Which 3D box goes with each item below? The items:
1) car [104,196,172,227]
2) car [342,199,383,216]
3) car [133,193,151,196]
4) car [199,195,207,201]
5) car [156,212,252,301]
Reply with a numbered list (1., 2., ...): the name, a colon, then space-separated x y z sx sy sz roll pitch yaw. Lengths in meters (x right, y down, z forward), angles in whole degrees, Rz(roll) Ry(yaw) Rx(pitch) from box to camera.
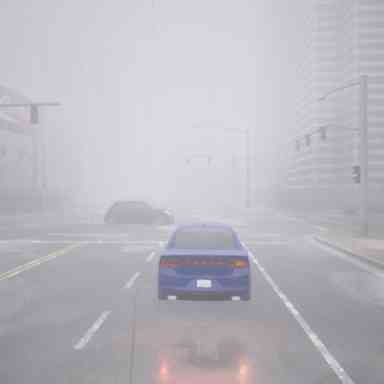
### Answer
1. car: -3.410 1.340 22.147 4.553 1.767 2.097 0 0 2
2. car: 17.221 1.489 32.294 4.892 1.490 1.837 0 0 2
3. car: -8.840 1.195 55.477 2.150 2.045 5.566 0 0 2
4. car: 2.749 1.482 86.160 1.812 1.442 4.674 0 0 2
5. car: 0.306 1.473 8.383 1.882 1.535 5.008 0 0 2
